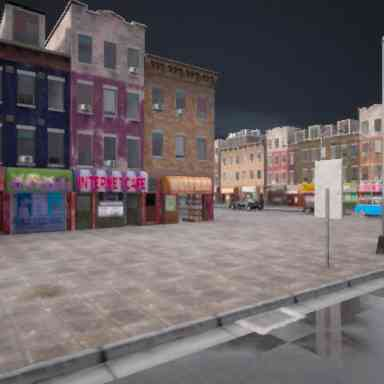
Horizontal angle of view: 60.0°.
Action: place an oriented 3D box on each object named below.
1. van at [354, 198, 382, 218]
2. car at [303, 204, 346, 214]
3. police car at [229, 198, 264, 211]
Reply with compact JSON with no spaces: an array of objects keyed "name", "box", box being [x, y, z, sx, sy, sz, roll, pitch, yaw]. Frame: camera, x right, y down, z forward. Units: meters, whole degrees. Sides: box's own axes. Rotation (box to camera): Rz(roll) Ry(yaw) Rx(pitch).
[{"name":"van","box":[16.548,1.414,29.486,1.690,1.788,3.998,0,0,-36]},{"name":"car","box":[13.347,1.528,33.928,1.967,1.590,4.097,0,0,-36]},{"name":"police car","box":[6.896,1.547,43.077,1.930,1.638,5.238,0,0,-36]}]
